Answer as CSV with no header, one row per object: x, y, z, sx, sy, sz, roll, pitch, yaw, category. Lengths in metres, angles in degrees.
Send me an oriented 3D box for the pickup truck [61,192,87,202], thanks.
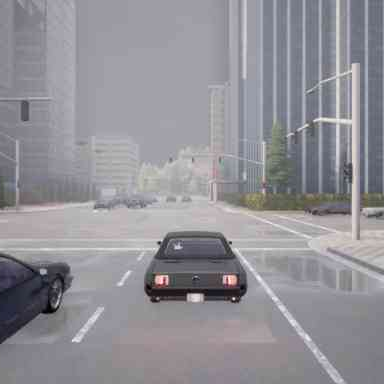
-24.771,1.058,69.220,2.390,2.098,6.274,0,0,30,pickup truck

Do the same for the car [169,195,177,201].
-4.888,1.524,84.716,1.812,1.442,4.674,0,0,-1,car

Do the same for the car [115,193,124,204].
-11.504,1.223,54.164,2.150,2.045,5.566,0,0,-1,car

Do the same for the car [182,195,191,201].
-1.389,1.540,84.784,2.033,1.411,5.357,0,0,-1,car

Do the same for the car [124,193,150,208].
-7.924,1.221,48.177,2.150,2.045,5.566,0,0,-1,car

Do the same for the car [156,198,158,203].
-8.131,1.564,68.004,1.994,1.385,4.181,0,0,0,car

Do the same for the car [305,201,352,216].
13.582,1.547,31.573,5.357,1.411,2.033,0,0,-3,car

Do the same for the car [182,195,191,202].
-1.231,1.553,75.009,1.994,1.385,4.181,0,0,-1,car

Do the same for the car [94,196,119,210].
-11.343,1.564,43.330,1.994,1.385,4.181,0,0,-1,car

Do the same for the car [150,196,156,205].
-8.055,1.351,58.021,2.097,1.767,4.553,0,0,-1,car

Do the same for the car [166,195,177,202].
-4.721,1.500,74.548,1.837,1.490,4.892,0,0,-1,car

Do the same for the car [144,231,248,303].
0.066,1.601,8.164,1.895,1.301,4.718,0,0,0,car

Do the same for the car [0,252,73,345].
-3.436,1.547,4.568,2.033,1.411,5.357,0,0,0,car

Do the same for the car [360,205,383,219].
16.937,1.601,28.066,4.718,1.301,1.895,0,0,0,car
